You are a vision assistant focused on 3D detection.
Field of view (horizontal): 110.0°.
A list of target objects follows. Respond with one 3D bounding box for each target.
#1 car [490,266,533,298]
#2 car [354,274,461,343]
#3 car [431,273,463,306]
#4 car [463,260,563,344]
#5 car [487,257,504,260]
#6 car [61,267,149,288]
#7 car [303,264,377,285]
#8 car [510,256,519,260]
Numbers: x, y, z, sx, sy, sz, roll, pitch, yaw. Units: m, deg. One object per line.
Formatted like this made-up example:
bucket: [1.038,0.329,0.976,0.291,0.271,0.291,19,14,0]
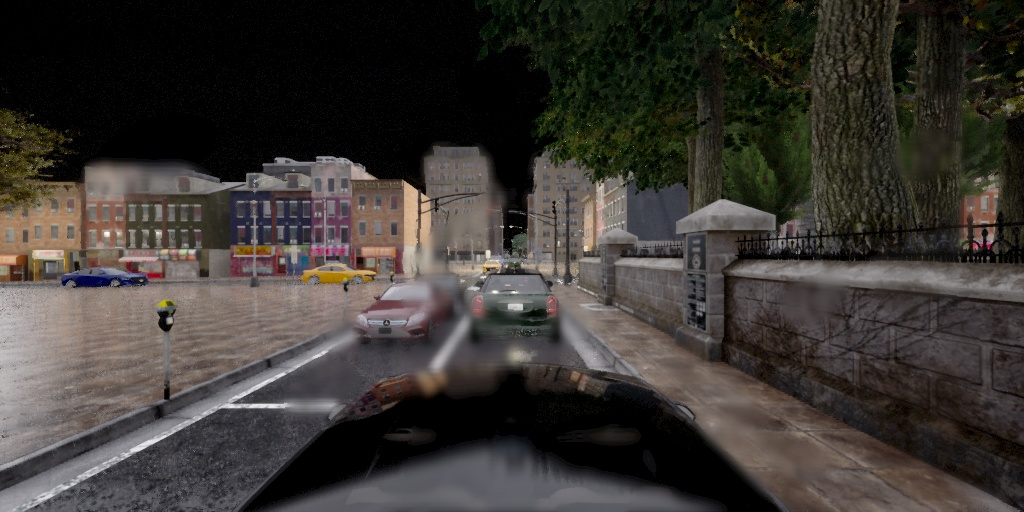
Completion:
car: [-0.147,1.314,19.171,1.994,1.385,4.181,0,0,-5]
car: [-2.639,1.332,9.611,1.802,1.307,4.207,0,0,0]
car: [-2.640,1.316,13.274,1.948,1.339,4.313,0,0,0]
car: [0.072,1.102,9.727,2.097,1.767,4.553,0,0,0]
car: [-2.283,1.221,41.541,1.882,1.535,5.008,0,0,1]
car: [-29.531,1.572,26.121,5.008,1.535,1.882,-1,0,0]
car: [-12.517,1.347,26.187,5.008,1.535,1.882,-1,0,0]
car: [0.382,1.092,59.629,2.097,1.767,4.553,0,0,0]
